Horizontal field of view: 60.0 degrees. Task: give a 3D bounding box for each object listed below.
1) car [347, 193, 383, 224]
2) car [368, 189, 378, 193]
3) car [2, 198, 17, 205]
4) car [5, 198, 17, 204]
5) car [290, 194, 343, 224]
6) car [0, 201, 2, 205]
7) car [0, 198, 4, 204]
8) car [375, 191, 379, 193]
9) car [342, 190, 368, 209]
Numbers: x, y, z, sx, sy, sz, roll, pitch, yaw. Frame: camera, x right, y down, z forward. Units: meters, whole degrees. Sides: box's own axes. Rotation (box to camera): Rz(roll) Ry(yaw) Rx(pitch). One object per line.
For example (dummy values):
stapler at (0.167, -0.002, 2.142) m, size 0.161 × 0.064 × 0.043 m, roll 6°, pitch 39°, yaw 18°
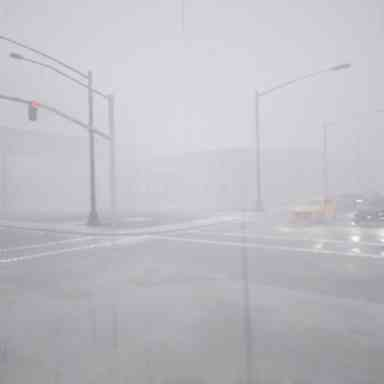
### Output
car at (11.090, 1.065, 20.060) m, size 1.837 × 1.490 × 4.892 m, roll -1°, pitch 1°, yaw 37°
car at (20.078, 0.489, 37.572) m, size 1.837 × 1.490 × 4.892 m, roll -1°, pitch 1°, yaw 38°
car at (-41.858, 2.207, 76.915) m, size 2.038 × 1.542 × 4.974 m, roll -1°, pitch 0°, yaw -22°
car at (-41.881, 2.050, 76.962) m, size 1.853 × 1.218 × 4.536 m, roll -1°, pitch 0°, yaw -22°
car at (8.117, 1.108, 21.925) m, size 1.882 × 1.535 × 5.008 m, roll -1°, pitch 1°, yaw 38°
car at (-45.401, 2.293, 75.749) m, size 4.974 × 1.542 × 2.038 m, roll -1°, pitch 0°, yaw 8°
car at (-45.456, 2.137, 75.755) m, size 4.536 × 1.218 × 1.853 m, roll -1°, pitch 0°, yaw 8°
car at (16.802, 0.772, 27.523) m, size 1.837 × 1.490 × 4.892 m, roll -1°, pitch 1°, yaw 37°
car at (13.877, 0.838, 29.456) m, size 1.837 × 1.490 × 4.892 m, roll -1°, pitch 1°, yaw 37°
